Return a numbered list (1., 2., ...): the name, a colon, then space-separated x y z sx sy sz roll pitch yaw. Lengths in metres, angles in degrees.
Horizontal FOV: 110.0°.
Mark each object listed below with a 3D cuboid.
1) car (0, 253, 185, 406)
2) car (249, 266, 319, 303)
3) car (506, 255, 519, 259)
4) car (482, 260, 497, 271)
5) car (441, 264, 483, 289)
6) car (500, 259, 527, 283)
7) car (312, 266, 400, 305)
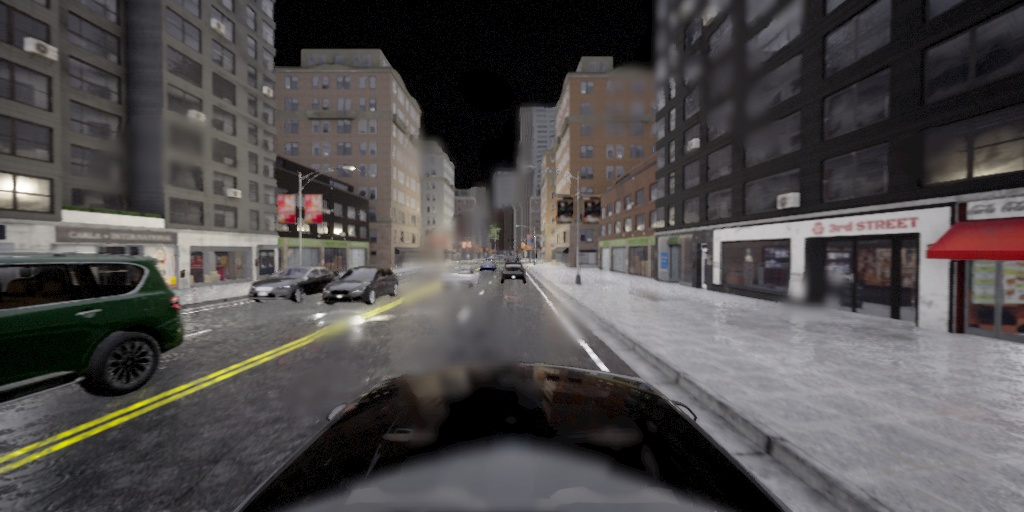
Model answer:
1. car: -6.593 0.973 3.690 2.150 2.045 5.566 0 0 0
2. car: -9.779 1.236 16.633 2.128 1.511 4.902 0 0 2
3. car: 0.110 0.915 49.388 2.150 2.045 5.566 0 0 0
4. car: -3.141 1.261 48.290 1.994 1.385 4.181 0 0 0
5. car: -3.156 1.341 23.015 1.895 1.301 4.718 0 0 0
6. car: 0.104 1.240 27.895 1.837 1.490 4.892 0 0 0
7. car: -6.542 1.247 16.071 1.837 1.490 4.892 0 1 1
